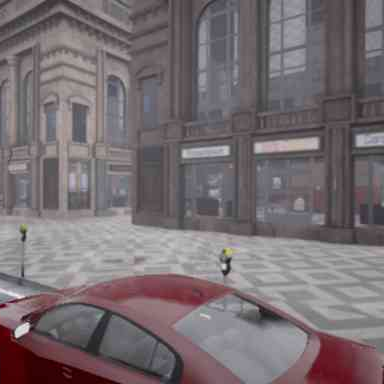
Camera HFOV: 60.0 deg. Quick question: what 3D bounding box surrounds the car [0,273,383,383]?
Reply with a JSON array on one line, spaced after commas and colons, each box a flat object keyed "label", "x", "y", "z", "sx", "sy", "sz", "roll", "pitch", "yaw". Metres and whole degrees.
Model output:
[{"label": "car", "x": -0.574, "y": 1.539, "z": 3.364, "sx": 4.507, "sy": 1.381, "sz": 1.887, "roll": 0, "pitch": 0, "yaw": 35}]
